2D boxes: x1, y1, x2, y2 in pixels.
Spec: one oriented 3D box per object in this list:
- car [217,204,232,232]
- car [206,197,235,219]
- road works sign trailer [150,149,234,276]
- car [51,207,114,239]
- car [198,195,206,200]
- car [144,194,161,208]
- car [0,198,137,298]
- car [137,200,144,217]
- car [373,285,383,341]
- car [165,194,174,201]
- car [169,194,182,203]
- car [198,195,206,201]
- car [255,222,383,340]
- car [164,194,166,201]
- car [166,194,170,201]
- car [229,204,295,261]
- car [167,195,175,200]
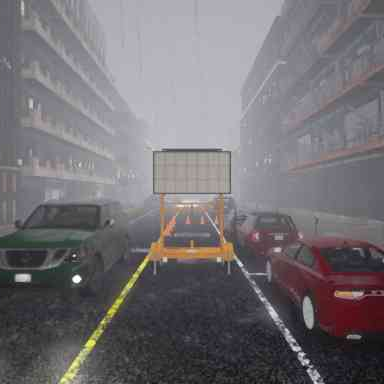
[{"bbox_3d":[2.692,1.550,17.858,2.008,1.369,4.403,0,0,0],"label":"car"},{"bbox_3d":[2.694,1.313,29.131,2.192,1.841,5.009,0,0,0],"label":"car"},{"bbox_3d":[0.000,0.465,10.355,2.380,3.560,2.880,0,0,0],"label":"road works sign trailer"},{"bbox_3d":[-5.689,1.566,17.861,1.947,1.339,4.313,0,0,0],"label":"car"},{"bbox_3d":[2.694,1.517,91.131,1.887,1.381,4.507,0,0,0],"label":"car"},{"bbox_3d":[-5.688,1.432,46.045,1.967,1.590,4.097,0,0,0],"label":"car"},{"bbox_3d":[-3.100,1.222,8.862,2.150,2.045,5.566,0,0,0],"label":"car"},{"bbox_3d":[-5.688,1.523,28.965,1.752,1.417,4.829,0,0,0],"label":"car"},{"bbox_3d":[2.691,1.566,0.949,1.947,1.339,4.313,0,0,0],"label":"car"},{"bbox_3d":[-5.687,1.415,85.499,1.967,1.590,4.097,0,0,0],"label":"car"},{"bbox_3d":[-2.999,1.462,66.616,1.882,1.535,5.008,0,0,0],"label":"car"},{"bbox_3d":[2.694,1.503,80.029,1.752,1.417,4.829,0,0,0],"label":"car"},{"bbox_3d":[2.692,1.545,6.586,1.887,1.381,4.507,0,0,0],"label":"car"},{"bbox_3d":[-5.687,1.305,51.681,2.192,1.841,5.009,0,0,0],"label":"car"},{"bbox_3d":[-5.686,1.293,79.863,2.192,1.841,5.009,0,0,0],"label":"car"},{"bbox_3d":[2.692,1.440,12.223,1.967,1.590,4.097,0,0,0],"label":"car"},{"bbox_3d":[-5.686,1.517,91.136,1.887,1.381,4.507,0,0,0],"label":"car"}]
